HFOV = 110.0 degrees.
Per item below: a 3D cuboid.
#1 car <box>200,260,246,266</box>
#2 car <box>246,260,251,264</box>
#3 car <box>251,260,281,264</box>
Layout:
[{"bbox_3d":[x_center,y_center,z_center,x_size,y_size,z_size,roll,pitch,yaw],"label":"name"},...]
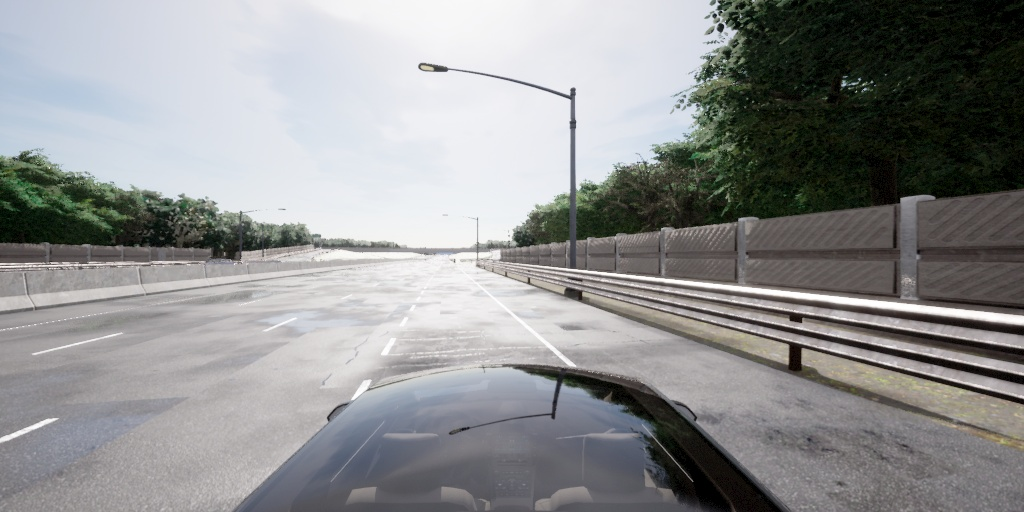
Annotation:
[{"bbox_3d":[-27.082,1.347,33.059,1.994,1.385,4.181,0,0,-10],"label":"car"},{"bbox_3d":[-37.665,1.299,52.259,1.882,1.535,5.008,0,0,-10],"label":"car"},{"bbox_3d":[-33.721,1.323,50.023,1.837,1.490,4.892,0,-1,-10],"label":"car"}]
